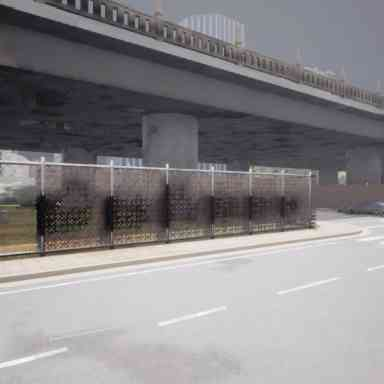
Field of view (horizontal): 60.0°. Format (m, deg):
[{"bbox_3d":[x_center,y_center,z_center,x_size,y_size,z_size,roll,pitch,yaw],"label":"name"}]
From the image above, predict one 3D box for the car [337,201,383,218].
[{"bbox_3d":[16.357,1.547,30.783,2.033,1.411,5.357,0,0,-37],"label":"car"}]
